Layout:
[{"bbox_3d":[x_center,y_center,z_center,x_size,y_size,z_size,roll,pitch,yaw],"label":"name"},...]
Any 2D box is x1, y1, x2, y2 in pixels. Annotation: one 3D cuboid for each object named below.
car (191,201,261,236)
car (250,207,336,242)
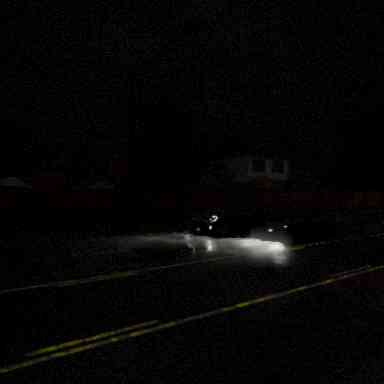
[{"bbox_3d":[2.155,1.336,18.430,4.553,1.767,2.097,0,0,-36],"label":"car"},{"bbox_3d":[5.193,1.546,16.298,4.181,1.385,1.994,0,0,-35],"label":"car"}]
